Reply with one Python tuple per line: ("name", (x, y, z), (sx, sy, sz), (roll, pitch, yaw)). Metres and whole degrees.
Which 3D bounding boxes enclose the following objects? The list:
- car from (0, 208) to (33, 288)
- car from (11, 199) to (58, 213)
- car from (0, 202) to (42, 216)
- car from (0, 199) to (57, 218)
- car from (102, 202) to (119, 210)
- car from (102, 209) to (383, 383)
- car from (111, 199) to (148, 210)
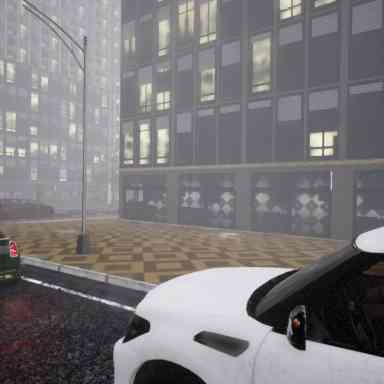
("car", (-6.157, 1.348, 8.049), (4.553, 1.767, 2.097), (0, 0, 35))
("car", (-18.632, 1.641, 39.533), (1.752, 1.417, 4.829), (1, 0, 36))
("car", (-18.605, 1.728, 35.191), (1.895, 1.301, 4.718), (1, 0, 36))
("car", (-15.119, 1.518, 30.164), (2.192, 1.841, 5.009), (1, 0, 36))
("car", (-8.337, 1.829, 39.387), (1.752, 1.417, 4.829), (1, 0, 36))
("car", (1.919, 1.222, 2.313), (5.566, 2.045, 2.150), (0, 0, 36))
("car", (-9.008, 1.816, 48.227), (2.033, 1.411, 5.357), (1, 0, 36))
